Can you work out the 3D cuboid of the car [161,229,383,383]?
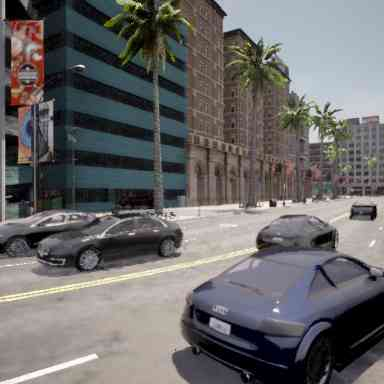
[{"bbox_3d":[1.837,1.560,5.255,4.181,1.385,1.994,0,0,-41],"label":"car"}]

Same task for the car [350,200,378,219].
[{"bbox_3d":[15.115,1.480,29.196,2.128,1.511,4.902,0,0,32],"label":"car"}]

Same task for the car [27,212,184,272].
[{"bbox_3d":[-2.430,1.495,10.918,4.892,1.490,1.837,0,1,-44],"label":"car"}]

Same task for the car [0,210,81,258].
[{"bbox_3d":[-5.419,1.478,12.903,4.902,1.511,2.128,0,0,-43],"label":"car"}]

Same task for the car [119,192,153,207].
[{"bbox_3d":[-7.688,0.987,46.314,2.435,2.045,5.566,0,0,32],"label":"car"}]

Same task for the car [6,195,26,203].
[{"bbox_3d":[-33.416,1.341,61.943,2.161,1.482,4.786,0,0,32],"label":"car"}]

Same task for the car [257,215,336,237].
[{"bbox_3d":[4.117,1.557,12.718,1.994,1.385,4.181,0,0,38],"label":"car"}]
